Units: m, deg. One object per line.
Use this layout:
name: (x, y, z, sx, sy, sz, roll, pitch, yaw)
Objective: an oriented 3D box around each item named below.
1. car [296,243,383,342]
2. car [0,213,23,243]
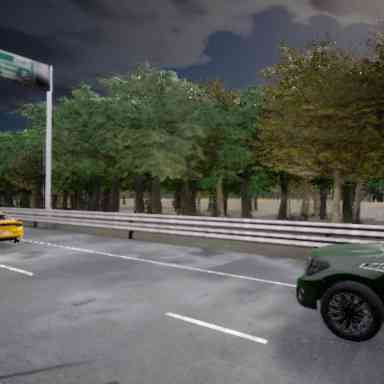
car: (4.491, 1.321, 4.966, 5.566, 2.045, 2.150, 0, -1, 38)
car: (-10.176, 1.701, 16.244, 5.008, 1.535, 1.882, -1, -1, 38)
